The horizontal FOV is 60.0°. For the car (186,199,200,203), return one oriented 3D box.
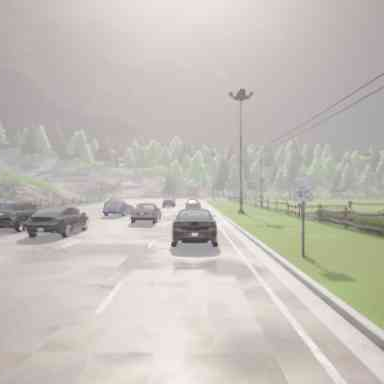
[{"bbox_3d":[0.112,1.529,38.648,2.033,1.411,5.357,0,0,0],"label":"car"}]

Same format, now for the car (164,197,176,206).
[{"bbox_3d":[-3.387,1.501,49.749,1.812,1.442,4.674,0,0,0],"label":"car"}]

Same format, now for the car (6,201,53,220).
[{"bbox_3d":[-13.893,1.547,28.730,1.994,1.385,4.181,0,0,0],"label":"car"}]

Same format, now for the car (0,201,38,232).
[{"bbox_3d":[-10.394,1.340,19.936,2.097,1.767,4.553,0,0,0],"label":"car"}]

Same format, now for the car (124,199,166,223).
[{"bbox_3d":[-3.392,1.534,24.996,2.033,1.411,5.357,0,0,0],"label":"car"}]

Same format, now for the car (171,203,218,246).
[{"bbox_3d":[0.105,1.470,15.192,1.882,1.535,5.008,0,0,0],"label":"car"}]

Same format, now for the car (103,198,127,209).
[{"bbox_3d":[-10.389,1.523,45.195,2.033,1.411,5.357,0,0,0],"label":"car"}]

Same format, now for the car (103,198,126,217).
[{"bbox_3d":[-6.946,1.531,31.520,2.033,1.411,5.357,0,0,1],"label":"car"}]

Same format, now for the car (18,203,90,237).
[{"bbox_3d":[-6.983,1.495,17.784,1.837,1.490,4.892,0,0,0],"label":"car"}]
